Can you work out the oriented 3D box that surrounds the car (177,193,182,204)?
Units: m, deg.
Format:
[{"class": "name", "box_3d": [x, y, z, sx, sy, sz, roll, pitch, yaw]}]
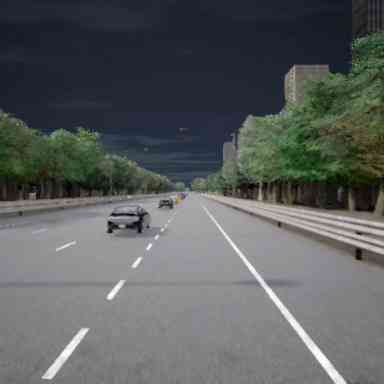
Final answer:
[{"class": "car", "box_3d": [-3.504, 1.468, 64.224, 1.882, 1.535, 5.008, 0, 0, 0]}]

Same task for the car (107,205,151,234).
[{"class": "car", "box_3d": [-3.500, 1.490, 19.084, 2.128, 1.511, 4.902, 0, 0, 0]}]

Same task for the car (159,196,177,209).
[{"class": "car", "box_3d": [-3.502, 1.496, 46.218, 1.837, 1.490, 4.892, 0, 0, 0]}]
